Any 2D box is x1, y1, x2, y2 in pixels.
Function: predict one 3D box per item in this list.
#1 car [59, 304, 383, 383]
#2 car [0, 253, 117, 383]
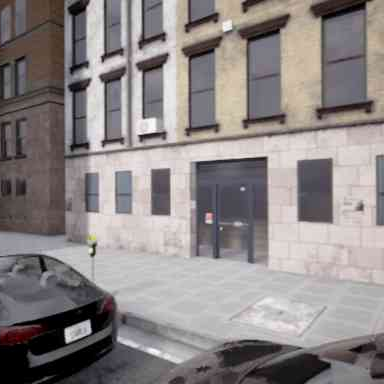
[{"bbox_3d":[1.446,1.564,1.777,4.313,1.339,1.947,-1,0,36],"label":"car"},{"bbox_3d":[-2.960,1.603,4.920,4.313,1.339,1.947,0,0,36],"label":"car"}]
